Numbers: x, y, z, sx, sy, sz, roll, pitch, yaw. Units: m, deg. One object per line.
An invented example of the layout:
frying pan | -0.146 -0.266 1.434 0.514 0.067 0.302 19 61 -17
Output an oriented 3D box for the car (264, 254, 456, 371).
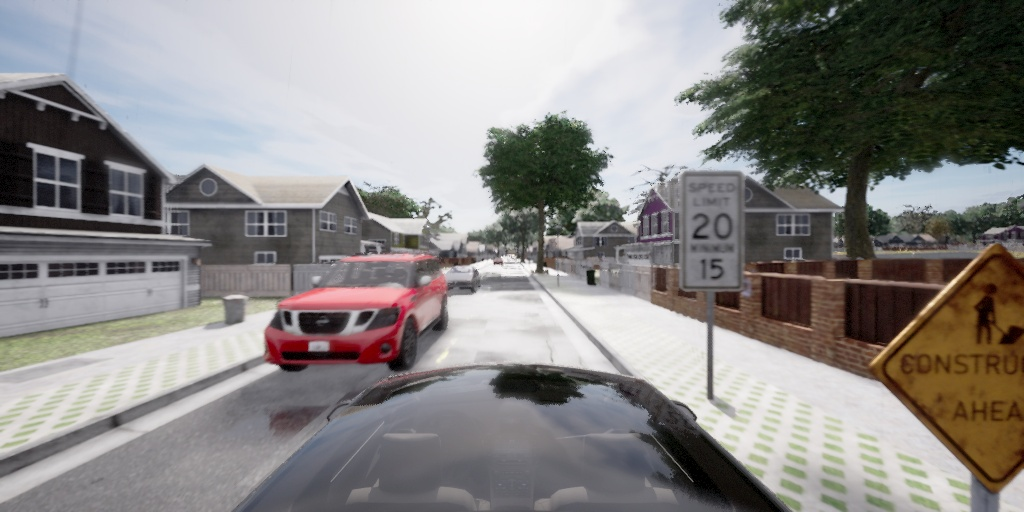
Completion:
car | -2.842 0.965 8.036 2.150 2.045 5.566 0 0 0

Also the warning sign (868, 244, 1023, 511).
warning sign | 2.518 0.865 1.911 1.300 1.860 1.060 0 0 0

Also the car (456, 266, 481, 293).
car | -2.837 1.276 20.978 2.033 1.411 5.357 0 0 0
